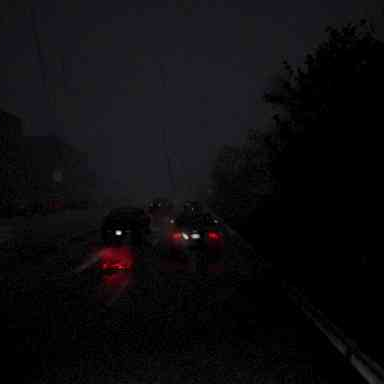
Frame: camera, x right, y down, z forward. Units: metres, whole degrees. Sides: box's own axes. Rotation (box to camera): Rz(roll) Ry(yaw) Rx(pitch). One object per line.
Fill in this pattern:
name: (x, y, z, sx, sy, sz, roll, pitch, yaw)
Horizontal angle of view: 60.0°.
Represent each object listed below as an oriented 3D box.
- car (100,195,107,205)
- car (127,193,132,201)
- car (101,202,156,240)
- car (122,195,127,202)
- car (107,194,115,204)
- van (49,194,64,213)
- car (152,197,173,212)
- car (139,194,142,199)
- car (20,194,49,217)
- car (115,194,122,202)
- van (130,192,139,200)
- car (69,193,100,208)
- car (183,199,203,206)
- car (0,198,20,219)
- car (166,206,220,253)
car: (-15.490, 1.379, 52.629, 2.097, 1.535, 5.008, 0, 0, 0)
car: (-15.554, 1.392, 74.852, 2.002, 1.452, 4.674, 0, 0, 0)
car: (-3.157, 1.482, 16.715, 1.837, 1.490, 4.892, 0, 0, 0)
car: (-15.537, 1.233, 69.230, 2.185, 1.767, 4.553, 0, 0, 0)
car: (-15.507, 1.373, 58.155, 2.231, 1.521, 4.892, 0, 0, 0)
van: (-15.443, 1.173, 35.932, 1.878, 1.987, 4.442, 0, 0, 0)
car: (-3.164, 1.302, 34.754, 2.097, 1.767, 4.553, 0, 0, 0)
car: (-15.602, 1.361, 91.395, 2.163, 1.488, 4.792, 0, 0, 0)
car: (-15.428, 1.280, 30.554, 2.185, 1.767, 4.553, 0, 0, 0)
car: (-15.522, 1.240, 63.705, 2.185, 1.767, 4.553, 0, 0, 0)
van: (-15.584, 1.113, 85.783, 1.878, 1.987, 4.442, 0, 0, 0)
car: (-15.475, 1.134, 47.195, 2.435, 2.045, 5.566, 0, 0, 0)
car: (0.086, 1.441, 34.949, 2.128, 1.511, 4.902, 0, 0, 0)
car: (-15.412, 1.287, 25.029, 2.185, 1.767, 4.553, 0, 0, 0)
car: (0.093, 1.528, 13.640, 2.033, 1.411, 5.357, 0, 0, 0)
